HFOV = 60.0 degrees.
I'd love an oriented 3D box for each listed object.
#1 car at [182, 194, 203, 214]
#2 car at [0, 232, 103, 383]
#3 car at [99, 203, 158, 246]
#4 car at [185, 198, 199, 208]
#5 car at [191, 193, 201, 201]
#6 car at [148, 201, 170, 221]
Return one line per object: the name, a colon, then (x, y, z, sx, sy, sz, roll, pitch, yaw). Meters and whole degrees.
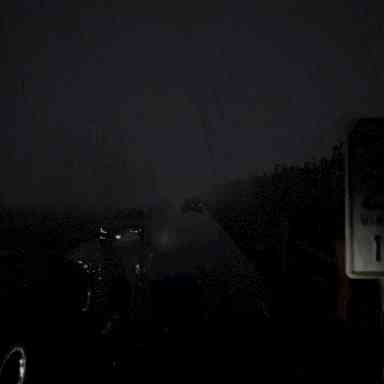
car: (0.013, 1.295, 34.507, 2.097, 1.767, 4.553, 0, 0, 0)
car: (-2.852, 1.560, 4.683, 1.994, 1.385, 4.181, 0, 0, 0)
car: (-2.844, 1.489, 15.266, 1.837, 1.490, 4.892, 0, 0, 0)
car: (0.033, 1.513, 46.479, 1.895, 1.301, 4.718, 0, 0, 0)
car: (0.928, 1.157, 77.038, 2.097, 1.767, 4.553, 0, 0, 1)
car: (-2.821, 1.439, 26.815, 1.882, 1.535, 5.008, 0, 0, 0)
